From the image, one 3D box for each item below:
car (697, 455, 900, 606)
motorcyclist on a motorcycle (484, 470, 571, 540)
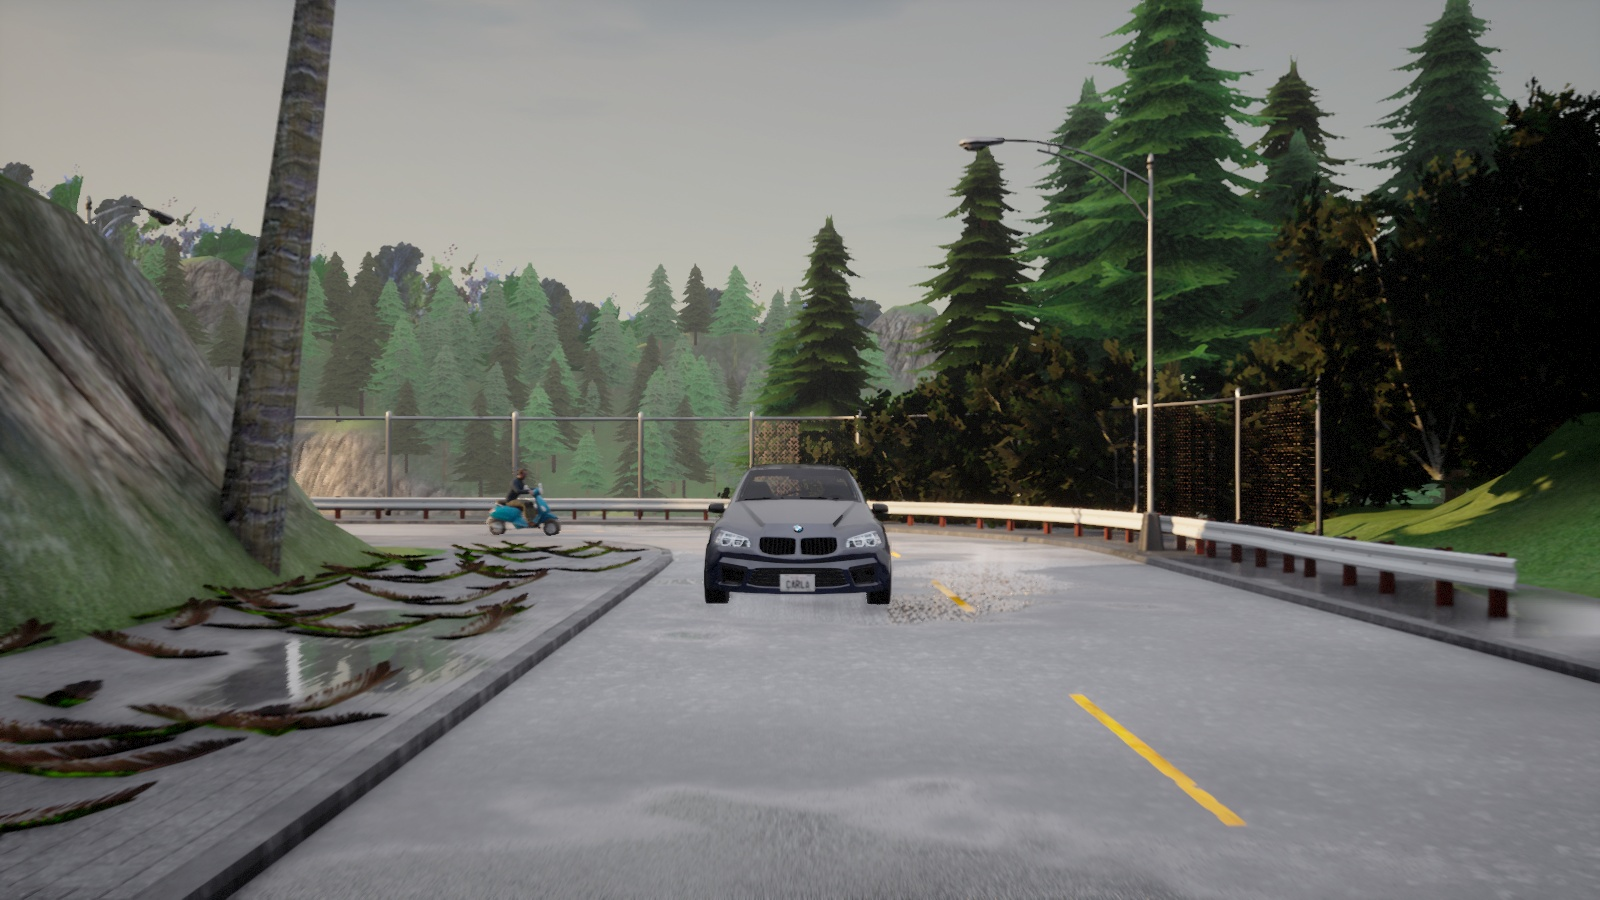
[{"bbox_3d":[-0.015,0.930,16.208,2.242,1.667,4.611,0,-1,0],"label":"car"},{"bbox_3d":[-6.439,1.292,29.689,1.817,1.590,0.866,0,0,8],"label":"motorcyclist on a motorcycle"}]
